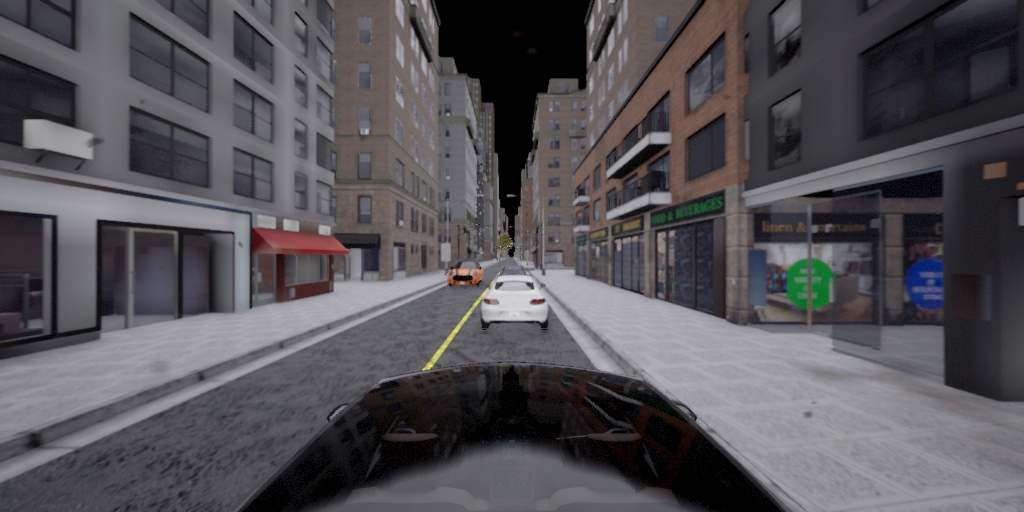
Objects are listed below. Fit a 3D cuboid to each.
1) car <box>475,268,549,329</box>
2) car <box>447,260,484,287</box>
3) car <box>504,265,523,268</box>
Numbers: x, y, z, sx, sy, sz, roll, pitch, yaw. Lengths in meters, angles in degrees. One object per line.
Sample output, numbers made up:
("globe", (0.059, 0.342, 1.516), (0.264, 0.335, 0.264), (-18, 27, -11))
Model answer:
("car", (0.088, 1.277, 11.105), (1.812, 1.442, 4.674), (0, 0, 1))
("car", (-3.096, 1.108, 24.733), (2.097, 1.767, 4.553), (0, 0, 0))
("car", (0.089, 1.359, 29.217), (1.895, 1.301, 4.718), (0, 0, 0))
